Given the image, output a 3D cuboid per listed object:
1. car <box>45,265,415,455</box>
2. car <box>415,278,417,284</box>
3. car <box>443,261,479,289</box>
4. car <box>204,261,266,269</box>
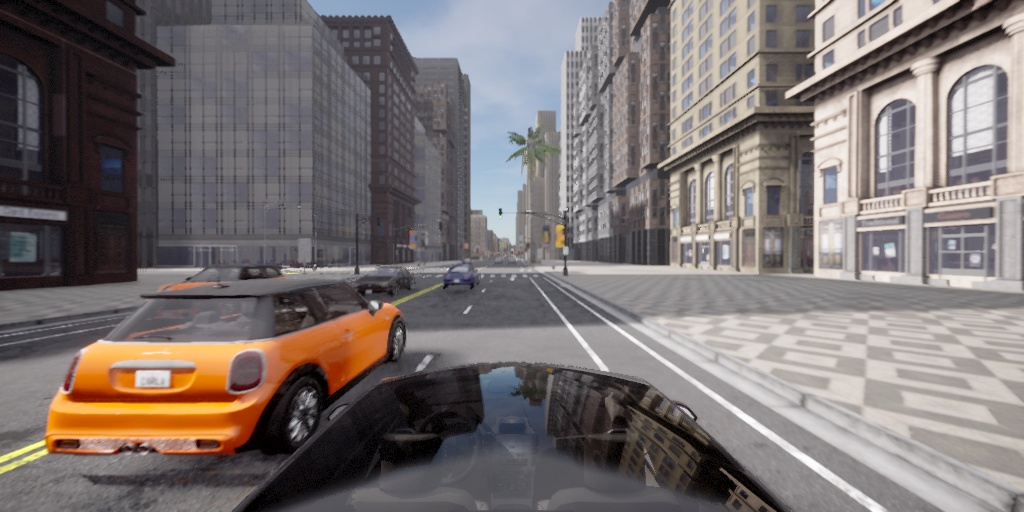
[{"bbox_3d":[-3.149,1.096,5.276,2.097,1.767,4.553,0,0,0],"label":"car"},{"bbox_3d":[-6.586,1.271,19.176,2.033,1.411,5.357,0,0,0],"label":"car"},{"bbox_3d":[-3.149,1.244,22.746,1.812,1.442,4.674,0,0,0],"label":"car"},{"bbox_3d":[-9.845,1.085,12.491,2.097,1.767,4.553,0,0,0],"label":"car"}]
